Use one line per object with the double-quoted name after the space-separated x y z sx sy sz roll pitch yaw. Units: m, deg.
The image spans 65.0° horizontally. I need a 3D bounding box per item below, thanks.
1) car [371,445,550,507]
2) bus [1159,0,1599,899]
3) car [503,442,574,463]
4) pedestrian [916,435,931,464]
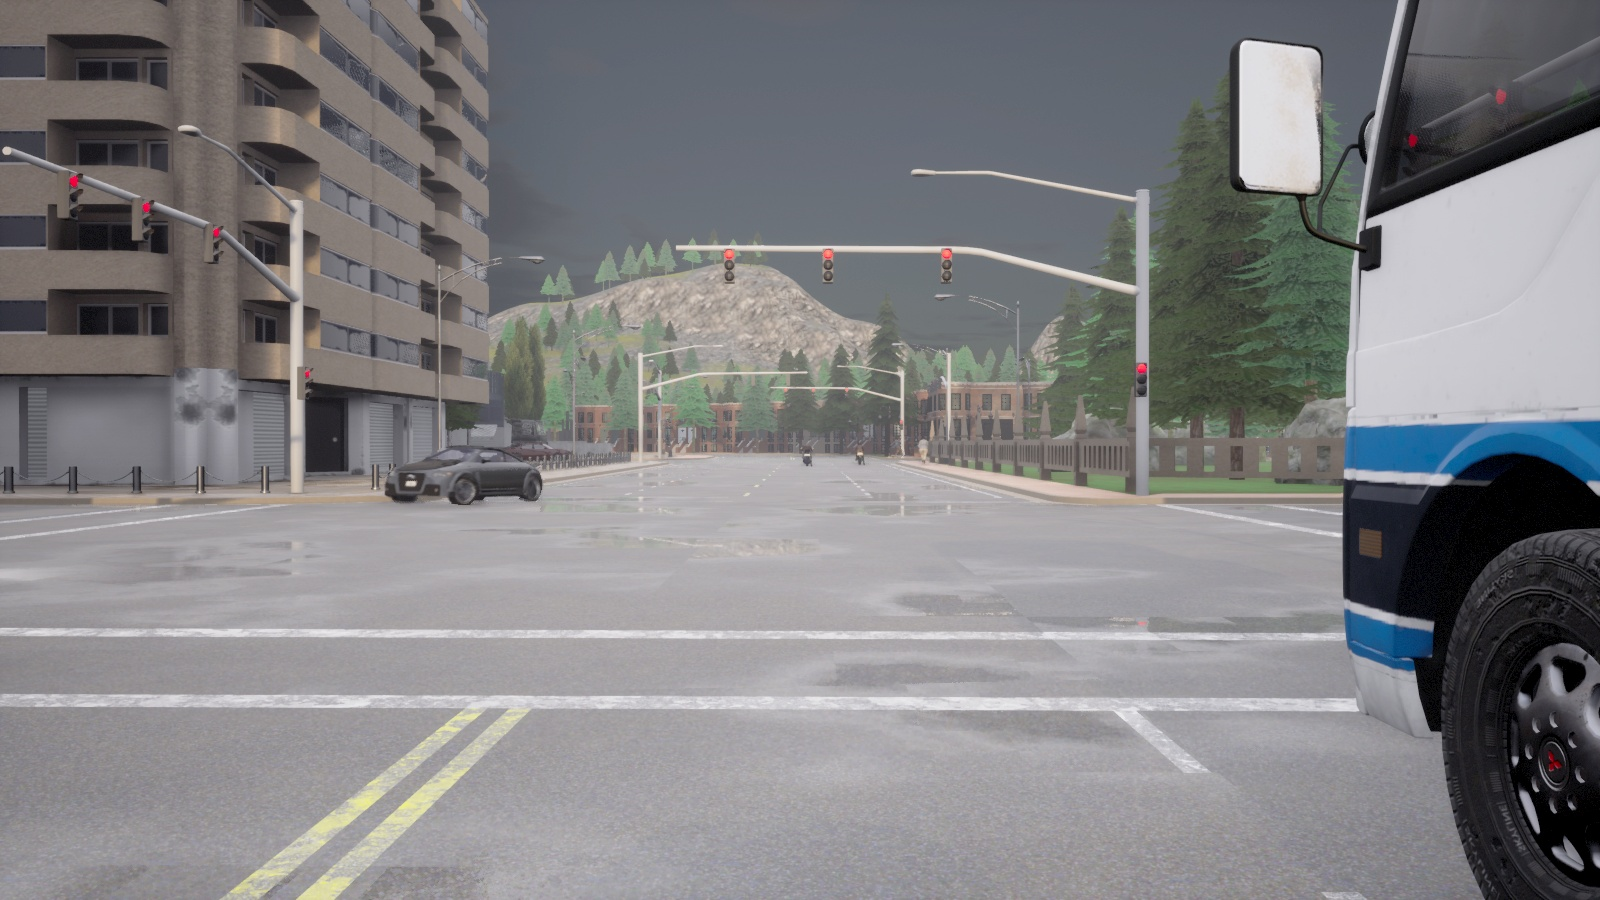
-8.166 0.599 30.587 1.994 1.385 4.181 0 -1 25 "car"
3.518 -0.629 0.348 3.944 4.253 10.273 0 0 0 "bus"
-19.808 0.170 95.341 5.008 1.535 1.882 0 0 0 "car"
7.967 -0.046 81.096 0.874 1.855 0.900 0 0 0 "pedestrian"
